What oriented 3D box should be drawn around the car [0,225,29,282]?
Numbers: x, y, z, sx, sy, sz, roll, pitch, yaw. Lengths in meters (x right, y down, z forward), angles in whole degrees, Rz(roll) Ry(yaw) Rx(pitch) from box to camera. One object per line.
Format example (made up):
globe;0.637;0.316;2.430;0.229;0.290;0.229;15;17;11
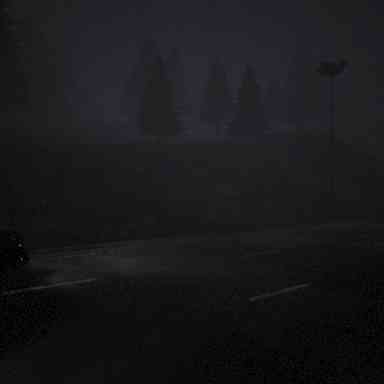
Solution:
car;-6.794;1.226;7.499;5.566;2.045;2.150;0;0;-35
